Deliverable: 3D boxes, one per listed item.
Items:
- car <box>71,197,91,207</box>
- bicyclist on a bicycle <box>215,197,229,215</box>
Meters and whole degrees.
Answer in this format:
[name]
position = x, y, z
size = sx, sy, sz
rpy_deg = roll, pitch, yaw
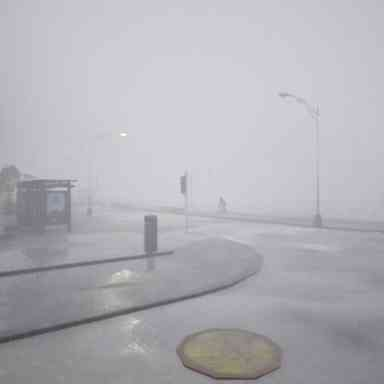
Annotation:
[car]
position = -17.277, 1.525, 52.019
size = 1.994, 1.385, 4.181
rpy_deg = 0, 0, -36
[bicyclist on a bicycle]
position = 2.801, 1.298, 31.094
size = 1.656, 1.620, 0.582
rpy_deg = -1, 0, -35
